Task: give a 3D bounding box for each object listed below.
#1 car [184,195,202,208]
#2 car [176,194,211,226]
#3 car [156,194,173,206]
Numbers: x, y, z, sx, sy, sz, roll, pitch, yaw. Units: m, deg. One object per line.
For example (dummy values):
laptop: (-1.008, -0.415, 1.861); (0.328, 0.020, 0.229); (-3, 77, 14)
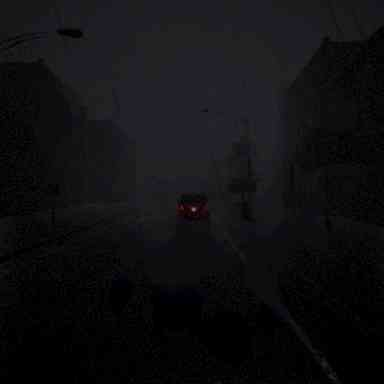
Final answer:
car: (0.106, 1.151, 41.617); (2.128, 1.511, 4.902); (0, 1, 0)
car: (0.104, 1.107, 22.476); (2.150, 2.045, 5.566); (0, 1, 0)
car: (-3.494, 1.008, 42.541); (1.994, 1.385, 4.181); (0, 1, 0)
